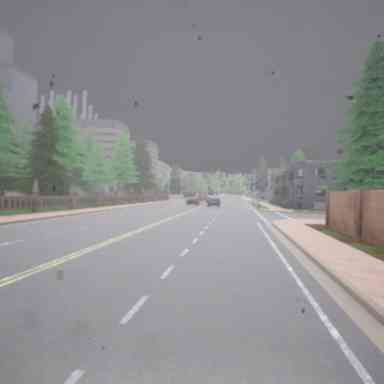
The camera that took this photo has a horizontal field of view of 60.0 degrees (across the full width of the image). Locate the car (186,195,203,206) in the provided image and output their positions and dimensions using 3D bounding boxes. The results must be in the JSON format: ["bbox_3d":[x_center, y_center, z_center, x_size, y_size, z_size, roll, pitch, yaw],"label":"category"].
[{"bbox_3d":[0.148,1.557,55.050,1.895,1.301,4.718,2,0,8],"label":"car"}]

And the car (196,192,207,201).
[{"bbox_3d":[2.312,1.225,70.538,2.150,2.045,5.566,2,0,8],"label":"car"}]

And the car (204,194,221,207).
[{"bbox_3d":[3.544,1.549,52.786,2.128,1.511,4.902,2,0,8],"label":"car"}]
